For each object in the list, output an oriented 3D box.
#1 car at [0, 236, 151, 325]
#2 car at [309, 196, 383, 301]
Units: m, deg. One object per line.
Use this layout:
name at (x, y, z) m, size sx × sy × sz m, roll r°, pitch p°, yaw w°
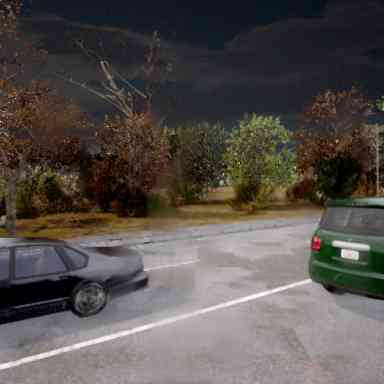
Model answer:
car at (-3.410, 1.547, 5.859) m, size 5.357 × 1.411 × 2.033 m, roll 0°, pitch 0°, yaw -35°
car at (4.875, 1.100, 7.221) m, size 5.566 × 2.045 × 2.150 m, roll -1°, pitch 1°, yaw -35°
